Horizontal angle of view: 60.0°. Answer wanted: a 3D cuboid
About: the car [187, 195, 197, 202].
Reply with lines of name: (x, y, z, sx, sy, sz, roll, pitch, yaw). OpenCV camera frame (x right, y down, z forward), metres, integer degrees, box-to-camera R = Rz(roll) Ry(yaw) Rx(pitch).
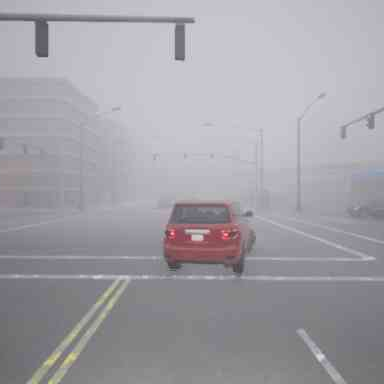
car: (-0.007, 1.422, 73.938, 2.128, 1.511, 4.902, 0, 0, 0)

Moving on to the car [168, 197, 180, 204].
car: (-3.506, 1.636, 65.131, 1.994, 1.385, 4.181, 0, 0, 0)

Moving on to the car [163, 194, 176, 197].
car: (-3.595, 1.403, 45.673, 2.097, 1.767, 4.553, 0, 0, 0)

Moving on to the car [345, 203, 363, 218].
car: (16.154, 1.386, 29.599, 4.553, 1.767, 2.097, 0, 0, 0)

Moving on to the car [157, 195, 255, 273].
car: (0.751, 1.236, 10.986, 2.150, 2.045, 5.566, -1, 0, 13)

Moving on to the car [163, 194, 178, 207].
car: (-3.556, 1.283, 55.266, 2.150, 2.045, 5.566, 0, 0, 0)

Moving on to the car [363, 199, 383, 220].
car: (16.608, 1.507, 26.091, 5.008, 1.535, 1.882, 0, 0, 1)
